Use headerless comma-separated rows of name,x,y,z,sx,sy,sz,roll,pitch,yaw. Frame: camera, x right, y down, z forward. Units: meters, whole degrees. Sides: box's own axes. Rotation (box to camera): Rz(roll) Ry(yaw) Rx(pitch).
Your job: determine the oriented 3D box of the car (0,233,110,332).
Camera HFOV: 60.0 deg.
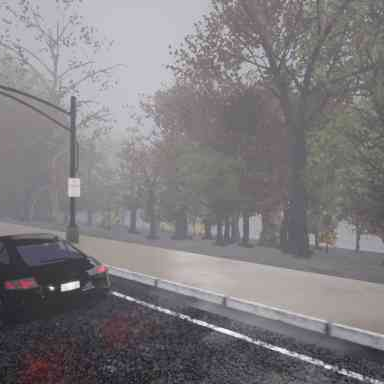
car,-3.560,1.562,6.964,4.181,1.385,1.994,0,0,42
